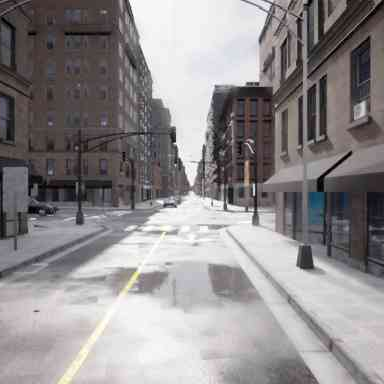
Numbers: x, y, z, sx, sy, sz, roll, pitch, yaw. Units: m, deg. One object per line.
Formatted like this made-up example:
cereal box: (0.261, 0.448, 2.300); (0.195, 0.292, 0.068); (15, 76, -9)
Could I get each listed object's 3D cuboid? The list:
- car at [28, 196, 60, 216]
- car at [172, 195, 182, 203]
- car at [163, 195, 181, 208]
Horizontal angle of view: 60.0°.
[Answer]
car: (-14.023, 1.151, 29.017); (4.553, 1.767, 2.097); (1, 0, -1)
car: (-3.054, 1.478, 69.394); (1.837, 1.490, 4.892); (0, 0, 0)
car: (-3.164, 1.533, 48.987); (2.033, 1.411, 5.357); (0, 0, 0)
